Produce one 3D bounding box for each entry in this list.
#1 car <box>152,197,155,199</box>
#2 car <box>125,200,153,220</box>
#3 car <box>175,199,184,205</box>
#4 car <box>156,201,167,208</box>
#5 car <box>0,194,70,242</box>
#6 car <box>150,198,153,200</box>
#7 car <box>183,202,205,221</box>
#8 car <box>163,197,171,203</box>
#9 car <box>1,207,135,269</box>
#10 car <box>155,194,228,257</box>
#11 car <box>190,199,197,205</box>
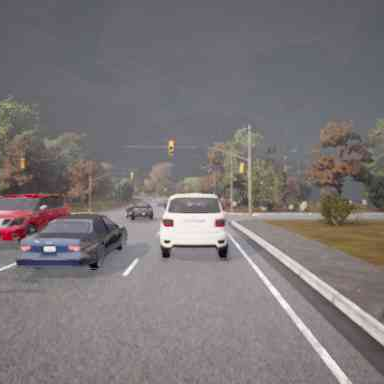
[{"bbox_3d":[-10.198,2.098,90.163,1.837,1.490,4.892,0,1,0],"label":"car"},{"bbox_3d":[-4.784,1.665,29.503,2.128,1.511,4.902,1,-2,-20],"label":"car"},{"bbox_3d":[-3.209,2.587,85.973,1.994,1.385,4.181,0,1,0],"label":"car"},{"bbox_3d":[-6.747,2.731,74.711,2.033,1.411,5.357,0,1,0],"label":"car"},{"bbox_3d":[-7.019,1.093,14.156,2.150,2.045,5.566,0,0,1],"label":"car"},{"bbox_3d":[-10.247,2.744,74.711,1.994,1.385,4.181,0,1,0],"label":"car"},{"bbox_3d":[0.172,1.689,29.782,1.837,1.490,4.892,0,-2,1],"label":"car"},{"bbox_3d":[-6.699,2.195,90.137,1.895,1.301,4.718,0,1,0],"label":"car"},{"bbox_3d":[-3.425,1.418,10.558,2.033,1.411,5.357,0,0,1],"label":"car"},{"bbox_3d":[0.098,1.088,12.436,2.150,2.045,5.566,0,0,1],"label":"car"},{"bbox_3d":[0.291,2.535,85.962,1.837,1.490,4.892,0,1,0],"label":"car"}]
